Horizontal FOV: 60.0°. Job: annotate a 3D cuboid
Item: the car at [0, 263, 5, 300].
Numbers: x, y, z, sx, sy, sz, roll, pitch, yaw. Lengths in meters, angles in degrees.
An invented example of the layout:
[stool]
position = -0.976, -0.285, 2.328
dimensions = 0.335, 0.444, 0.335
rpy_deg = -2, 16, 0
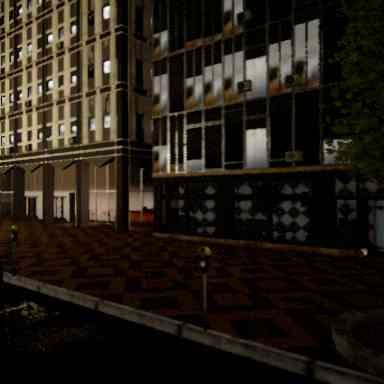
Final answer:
[car]
position = -5.534, 1.586, 6.827
dimensions = 4.313, 1.339, 1.947
rpy_deg = 0, 0, 36
